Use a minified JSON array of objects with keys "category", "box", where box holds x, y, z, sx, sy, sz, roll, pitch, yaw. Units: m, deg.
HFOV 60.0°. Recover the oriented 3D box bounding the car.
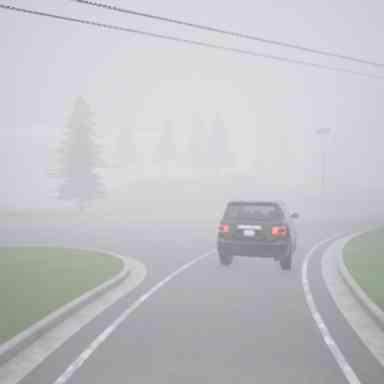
[{"category":"car","box":[2.478,1.299,11.763,2.150,2.045,5.566,0,-2,19]}]
